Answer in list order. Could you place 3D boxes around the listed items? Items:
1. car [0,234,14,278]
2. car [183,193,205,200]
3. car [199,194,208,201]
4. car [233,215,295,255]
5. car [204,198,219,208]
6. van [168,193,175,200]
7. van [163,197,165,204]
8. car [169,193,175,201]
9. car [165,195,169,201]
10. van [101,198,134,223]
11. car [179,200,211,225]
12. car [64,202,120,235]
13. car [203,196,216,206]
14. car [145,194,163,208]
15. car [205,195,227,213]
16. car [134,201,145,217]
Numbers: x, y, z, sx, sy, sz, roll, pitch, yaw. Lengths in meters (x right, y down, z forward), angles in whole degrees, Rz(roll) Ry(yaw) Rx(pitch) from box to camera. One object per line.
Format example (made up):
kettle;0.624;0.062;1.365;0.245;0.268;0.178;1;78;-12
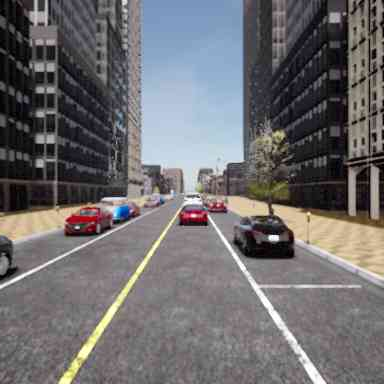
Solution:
car;-5.686;1.540;7.368;2.008;1.369;4.403;0;0;0
car;0.107;1.154;40.591;2.150;2.045;5.566;0;0;0
car;2.710;1.287;81.348;1.967;1.590;4.097;0;0;0
car;2.695;1.546;13.046;1.947;1.339;4.313;0;0;0
car;2.702;1.501;47.197;1.802;1.307;4.206;0;0;0
van;-5.668;1.162;92.750;1.690;1.788;3.998;0;0;0
van;-5.676;1.248;52.905;1.690;1.788;3.998;0;0;0
car;-5.671;1.373;81.195;1.752;1.417;4.829;0;0;0
car;-5.676;1.461;58.598;1.947;1.339;4.313;0;0;0
van;-5.682;1.303;24.444;1.690;1.788;3.998;0;0;0
car;0.104;1.526;24.003;1.994;1.385;4.181;0;0;0
car;-5.684;1.516;18.752;1.887;1.381;4.507;0;0;0
car;2.703;1.432;53.059;1.752;1.417;4.829;0;0;0
car;-5.678;1.359;47.212;1.967;1.590;4.097;0;0;0
car;2.701;1.381;35.812;1.967;1.590;4.097;0;0;0
car;-5.682;1.533;30.137;1.802;1.307;4.206;0;0;0
